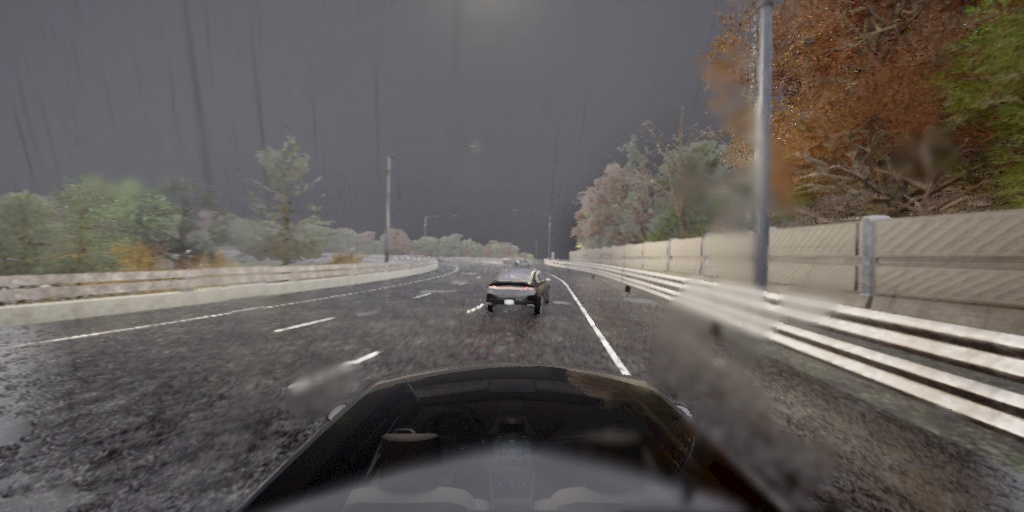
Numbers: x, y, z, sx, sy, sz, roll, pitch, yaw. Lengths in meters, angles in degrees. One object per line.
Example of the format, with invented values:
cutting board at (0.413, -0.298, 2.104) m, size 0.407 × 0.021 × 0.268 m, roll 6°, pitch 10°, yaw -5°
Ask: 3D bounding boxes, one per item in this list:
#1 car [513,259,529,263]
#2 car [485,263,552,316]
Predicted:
car at (1.233, 1.145, 49.780) m, size 2.128 × 1.511 × 4.902 m, roll 1°, pitch 0°, yaw -8°
car at (0.363, 1.219, 13.464) m, size 2.128 × 1.511 × 4.902 m, roll 1°, pitch 0°, yaw 11°
